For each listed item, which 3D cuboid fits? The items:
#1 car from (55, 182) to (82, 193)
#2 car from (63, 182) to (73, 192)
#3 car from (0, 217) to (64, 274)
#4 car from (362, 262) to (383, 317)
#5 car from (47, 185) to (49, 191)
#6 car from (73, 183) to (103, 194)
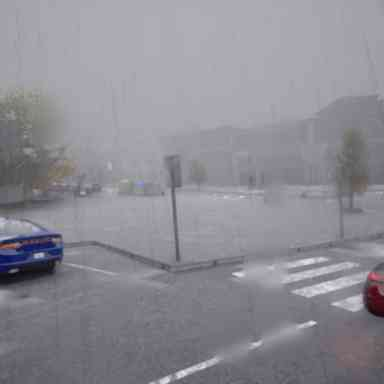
[{"bbox_3d":[-21.050,-0.878,56.909,2.002,1.452,4.674,0,6,16],"label":"car"},{"bbox_3d":[-18.633,-0.792,55.204,2.231,1.521,4.892,1,6,16],"label":"car"},{"bbox_3d":[-5.864,1.497,9.877,5.008,1.535,2.097,-1,0,36],"label":"car"},{"bbox_3d":[5.019,1.546,6.194,4.181,1.385,1.994,0,0,-36],"label":"car"},{"bbox_3d":[-23.466,-1.043,58.594,2.097,1.535,5.008,1,6,15],"label":"car"},{"bbox_3d":[-16.253,-0.629,53.441,2.163,1.488,4.792,1,6,17],"label":"car"}]
